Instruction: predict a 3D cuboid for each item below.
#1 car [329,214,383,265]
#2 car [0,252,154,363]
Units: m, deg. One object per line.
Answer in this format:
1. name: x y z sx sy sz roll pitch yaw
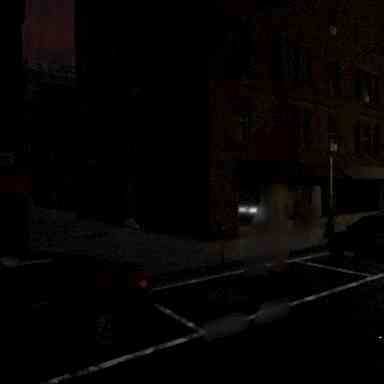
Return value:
1. car: 6.389 1.435 11.086 4.313 1.339 1.947 -1 0 -35
2. car: -2.571 1.583 4.702 4.206 1.307 1.802 -1 0 -35
